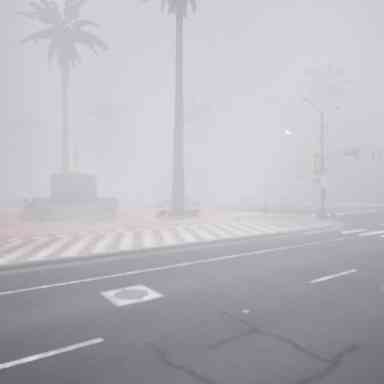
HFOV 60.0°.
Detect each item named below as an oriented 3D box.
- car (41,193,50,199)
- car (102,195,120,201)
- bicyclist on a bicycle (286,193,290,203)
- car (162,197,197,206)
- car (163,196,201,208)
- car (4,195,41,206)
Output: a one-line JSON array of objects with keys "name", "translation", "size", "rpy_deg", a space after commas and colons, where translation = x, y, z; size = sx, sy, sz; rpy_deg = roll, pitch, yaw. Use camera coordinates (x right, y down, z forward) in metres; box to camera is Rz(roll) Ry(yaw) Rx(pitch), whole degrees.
[{"name": "car", "translation": [-25.538, 1.123, 58.890], "size": [5.566, 2.045, 2.150], "rpy_deg": [0, 0, -10]}, {"name": "car", "translation": [-15.328, 1.327, 59.438], "size": [4.902, 1.511, 2.128], "rpy_deg": [0, 0, 2]}, {"name": "bicyclist on a bicycle", "translation": [15.774, 0.964, 54.739], "size": [0.582, 1.620, 1.656], "rpy_deg": [0, 1, 42]}, {"name": "car", "translation": [-1.865, 1.398, 49.097], "size": [4.718, 1.301, 1.895], "rpy_deg": [0, 0, 25]}, {"name": "car", "translation": [-1.163, 1.317, 44.721], "size": [4.892, 1.490, 1.837], "rpy_deg": [0, 0, 29]}, {"name": "car", "translation": [-28.148, 1.441, 54.671], "size": [4.892, 1.490, 1.837], "rpy_deg": [0, 0, -14]}]
